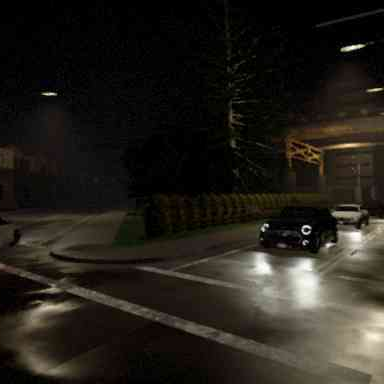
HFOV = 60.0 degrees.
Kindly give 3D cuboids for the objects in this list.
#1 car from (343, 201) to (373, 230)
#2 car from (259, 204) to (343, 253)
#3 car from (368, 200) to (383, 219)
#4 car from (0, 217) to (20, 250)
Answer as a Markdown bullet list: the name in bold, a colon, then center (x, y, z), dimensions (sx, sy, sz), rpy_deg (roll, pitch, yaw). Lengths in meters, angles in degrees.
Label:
- **car**: center (10.243, 1.535, 21.688), dimensions (1.812, 1.442, 4.674), rpy_deg (0, 0, 36)
- **car**: center (4.540, 1.352, 13.833), dimensions (2.097, 1.767, 4.553), rpy_deg (0, 0, 36)
- **car**: center (16.408, 1.498, 30.181), dimensions (1.882, 1.535, 5.008), rpy_deg (0, 0, 36)
- **car**: center (-7.786, 1.525, 12.191), dimensions (1.812, 1.442, 4.674), rpy_deg (0, 0, -16)
